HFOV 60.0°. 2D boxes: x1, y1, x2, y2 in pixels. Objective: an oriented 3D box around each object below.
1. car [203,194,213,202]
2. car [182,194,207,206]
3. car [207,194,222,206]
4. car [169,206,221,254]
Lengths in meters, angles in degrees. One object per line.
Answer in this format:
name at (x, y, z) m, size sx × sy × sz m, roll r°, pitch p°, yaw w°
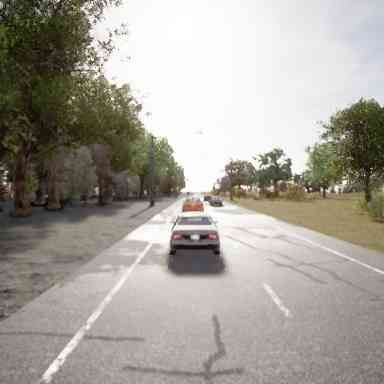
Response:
car at (3.506, 1.291, 73.045) m, size 1.837 × 1.490 × 4.892 m, roll 0°, pitch 0°, yaw 0°
car at (0.101, 1.255, 33.226) m, size 2.097 × 1.767 × 4.553 m, roll 0°, pitch 0°, yaw 0°
car at (3.604, 1.399, 51.052) m, size 2.033 × 1.411 × 5.357 m, roll 0°, pitch 0°, yaw 0°
car at (0.100, 1.508, 13.323) m, size 2.033 × 1.411 × 5.357 m, roll 0°, pitch 0°, yaw 0°
